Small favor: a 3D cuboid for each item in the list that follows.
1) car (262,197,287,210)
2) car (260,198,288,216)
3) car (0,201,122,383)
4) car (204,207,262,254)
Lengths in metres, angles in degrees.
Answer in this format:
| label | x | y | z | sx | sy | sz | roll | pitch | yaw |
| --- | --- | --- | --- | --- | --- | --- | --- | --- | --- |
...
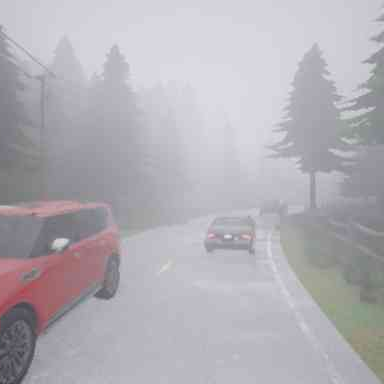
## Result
| label | x | y | z | sx | sy | sz | roll | pitch | yaw |
| --- | --- | --- | --- | --- | --- | --- | --- | --- | --- |
| car | 11.559 | 1.540 | 46.188 | 1.882 | 1.535 | 5.008 | 0 | 0 | 33 |
| car | 8.006 | 1.395 | 32.316 | 2.097 | 1.767 | 4.553 | 0 | 0 | 23 |
| car | -2.862 | 1.205 | 5.565 | 2.150 | 2.045 | 5.566 | 0 | 0 | 5 |
| car | 1.731 | 1.556 | 13.692 | 2.033 | 1.411 | 5.357 | 0 | 0 | 12 |
